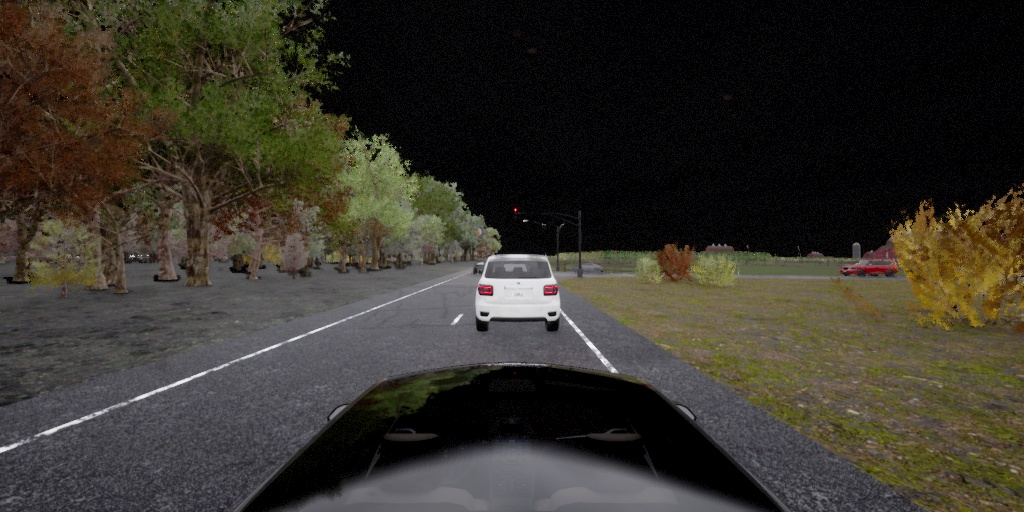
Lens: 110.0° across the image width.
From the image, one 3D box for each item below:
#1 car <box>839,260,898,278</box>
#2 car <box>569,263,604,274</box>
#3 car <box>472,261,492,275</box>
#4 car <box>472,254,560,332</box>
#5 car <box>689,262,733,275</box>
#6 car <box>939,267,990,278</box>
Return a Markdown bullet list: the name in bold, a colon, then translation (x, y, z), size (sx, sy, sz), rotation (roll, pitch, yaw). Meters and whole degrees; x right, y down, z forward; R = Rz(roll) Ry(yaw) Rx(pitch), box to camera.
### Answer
- **car**: translation (42.455, 1.488, 42.715), size (5.566, 2.045, 2.150), rotation (0, -1, 1)
- **car**: translation (9.062, 1.483, 43.937), size (4.181, 1.385, 1.994), rotation (0, -1, 15)
- **car**: translation (-3.315, 1.279, 40.660), size (1.812, 1.442, 4.674), rotation (0, 0, 0)
- **car**: translation (0.128, 0.973, 11.049), size (2.150, 2.045, 5.566), rotation (0, 0, -1)
- **car**: translation (23.634, 1.414, 42.851), size (4.553, 1.767, 2.097), rotation (1, -1, 0)
- **car**: translation (49.014, 1.843, 39.081), size (4.181, 1.385, 1.994), rotation (1, -1, 0)
